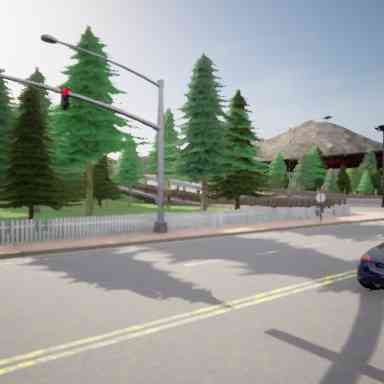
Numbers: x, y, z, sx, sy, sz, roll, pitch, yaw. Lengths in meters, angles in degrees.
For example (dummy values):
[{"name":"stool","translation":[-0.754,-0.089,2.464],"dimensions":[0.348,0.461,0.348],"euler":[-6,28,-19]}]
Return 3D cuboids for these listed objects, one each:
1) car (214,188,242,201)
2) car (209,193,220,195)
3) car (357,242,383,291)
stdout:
[{"name":"car","translation":[6.896,0.391,64.888],"dimensions":[2.150,2.045,5.566],"euler":[0,5,-36]},{"name":"car","translation":[4.023,0.510,62.845],"dimensions":[2.097,1.767,4.553],"euler":[0,5,-36]},{"name":"car","translation":[5.777,1.566,7.868],"dimensions":[4.181,1.385,1.994],"euler":[0,0,-35]}]
